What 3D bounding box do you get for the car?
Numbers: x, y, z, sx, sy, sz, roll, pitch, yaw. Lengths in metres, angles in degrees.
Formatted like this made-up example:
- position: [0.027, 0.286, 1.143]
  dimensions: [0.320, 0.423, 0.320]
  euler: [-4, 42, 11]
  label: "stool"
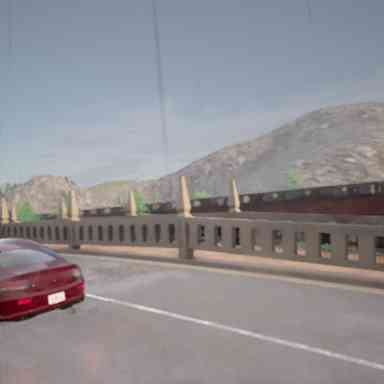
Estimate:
- position: [-4.163, 1.718, 6.961]
  dimensions: [4.674, 1.442, 1.812]
  euler: [-3, -2, 35]
  label: "car"
